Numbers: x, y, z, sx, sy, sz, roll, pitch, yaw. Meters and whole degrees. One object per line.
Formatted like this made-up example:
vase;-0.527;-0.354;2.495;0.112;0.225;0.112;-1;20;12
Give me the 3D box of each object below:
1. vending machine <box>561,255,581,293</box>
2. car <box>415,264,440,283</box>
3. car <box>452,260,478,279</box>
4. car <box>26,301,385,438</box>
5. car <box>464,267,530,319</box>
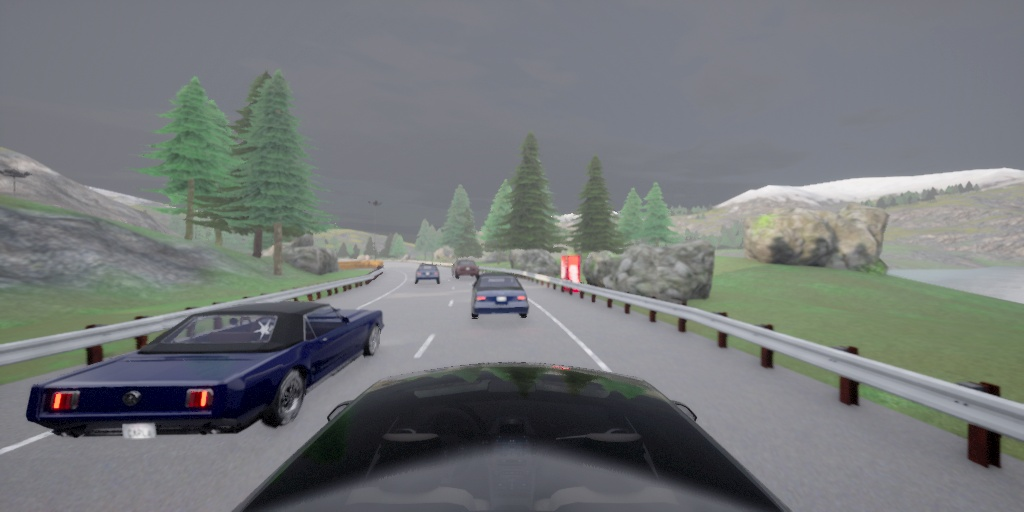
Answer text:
vending machine;3.353;0.935;20.465;1.100;2.100;0.880;0;0;-9
car;-6.635;1.324;28.189;2.033;1.411;5.357;0;0;-13
car;-4.398;1.121;33.314;2.097;1.767;4.553;0;0;-15
car;-3.583;1.364;5.599;1.895;1.301;4.718;0;0;-2
car;-0.561;1.301;12.953;2.033;1.411;5.357;0;0;-6
